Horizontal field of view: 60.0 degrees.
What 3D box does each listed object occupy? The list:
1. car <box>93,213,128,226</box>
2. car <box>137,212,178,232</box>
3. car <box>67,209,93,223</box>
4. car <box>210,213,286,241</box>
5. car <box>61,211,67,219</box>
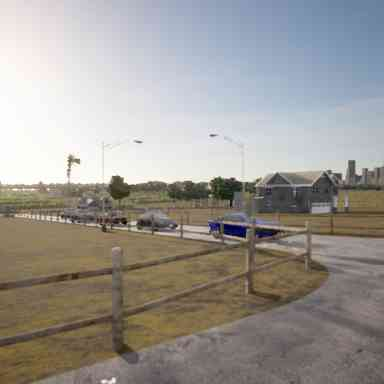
[{"bbox_3d":[-8.473,2.886,35.235,1.895,1.301,4.718,0,-2,-36],"label":"car"},{"bbox_3d":[-2.986,2.426,27.552,1.812,1.442,4.674,0,-2,-36],"label":"car"},{"bbox_3d":[-14.306,3.057,43.440,2.097,1.767,4.553,0,-2,-35],"label":"car"},{"bbox_3d":[3.058,1.966,19.108,1.882,1.535,5.008,0,-3,-36],"label":"car"},{"bbox_3d":[-21.866,3.998,59.013,1.994,1.385,4.181,0,-2,-36],"label":"car"}]
